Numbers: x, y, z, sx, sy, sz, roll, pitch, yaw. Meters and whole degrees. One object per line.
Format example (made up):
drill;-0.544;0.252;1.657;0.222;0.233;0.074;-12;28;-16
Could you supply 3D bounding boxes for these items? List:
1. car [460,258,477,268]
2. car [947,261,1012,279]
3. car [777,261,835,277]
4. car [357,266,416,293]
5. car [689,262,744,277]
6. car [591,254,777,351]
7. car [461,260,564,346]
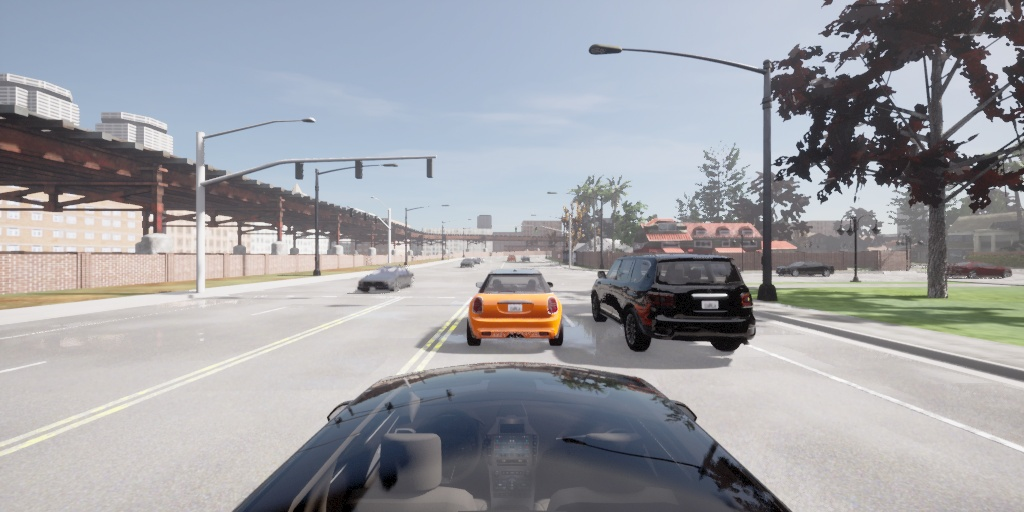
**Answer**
car;-7.148;1.118;57.612;1.837;1.490;4.892;0;1;0
car;41.104;1.227;31.840;5.008;1.535;1.882;0;0;-2
car;28.674;1.227;35.182;5.008;1.535;1.882;0;0;-2
car;-7.119;1.297;20.965;2.033;1.411;5.357;0;0;0
car;19.859;1.315;34.947;4.181;1.385;1.994;0;0;-2
car;3.572;0.971;9.127;2.150;2.045;5.566;0;0;0
car;0.072;1.102;9.588;2.097;1.767;4.553;0;0;0
